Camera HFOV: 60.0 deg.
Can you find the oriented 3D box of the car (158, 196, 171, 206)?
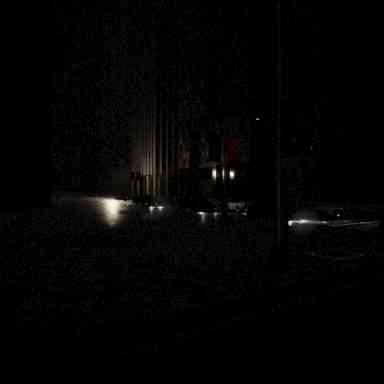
[{"bbox_3d":[-2.103,1.133,42.875,1.895,1.301,4.718,0,1,-35],"label":"car"}]

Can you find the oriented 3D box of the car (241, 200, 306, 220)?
[{"bbox_3d":[6.130,1.325,25.528,1.994,1.385,4.181,0,1,-36],"label":"car"}]

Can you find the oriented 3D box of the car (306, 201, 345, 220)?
[{"bbox_3d":[9.535,1.390,26.365,1.895,1.301,4.718,0,1,-36],"label":"car"}]

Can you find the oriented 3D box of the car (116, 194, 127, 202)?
[{"bbox_3d":[-11.039,0.944,55.711,1.895,1.301,4.718,0,1,-35],"label":"car"}]

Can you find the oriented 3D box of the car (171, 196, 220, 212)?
[{"bbox_3d":[0.253,1.108,33.875,1.882,1.535,5.008,0,1,-35],"label":"car"}]

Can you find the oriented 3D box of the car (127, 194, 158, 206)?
[{"bbox_3d":[-5.842,1.045,42.532,2.033,1.411,5.357,0,1,-35],"label":"car"}]

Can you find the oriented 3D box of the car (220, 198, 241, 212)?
[{"bbox_3d":[4.241,1.272,33.853,1.895,1.301,4.718,0,1,-35],"label":"car"}]
